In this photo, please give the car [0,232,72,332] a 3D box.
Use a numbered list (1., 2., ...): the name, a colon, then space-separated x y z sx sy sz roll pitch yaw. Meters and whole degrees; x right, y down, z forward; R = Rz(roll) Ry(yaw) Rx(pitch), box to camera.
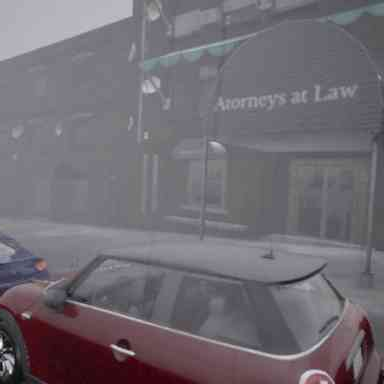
1. car: -4.856 1.515 6.992 4.674 1.452 2.002 0 0 35
